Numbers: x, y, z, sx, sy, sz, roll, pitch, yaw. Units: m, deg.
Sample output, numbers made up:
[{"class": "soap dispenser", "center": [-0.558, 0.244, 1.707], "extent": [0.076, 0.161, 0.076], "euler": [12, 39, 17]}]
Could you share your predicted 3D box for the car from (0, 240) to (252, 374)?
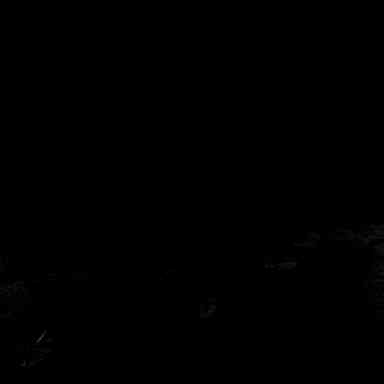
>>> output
[{"class": "car", "center": [-1.270, 1.565, 5.627], "extent": [4.313, 1.339, 1.947], "euler": [0, 0, -35]}]

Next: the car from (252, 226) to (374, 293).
[{"class": "car", "center": [3.216, 1.582, 8.812], "extent": [4.206, 1.307, 1.802], "euler": [0, 0, -35]}]
